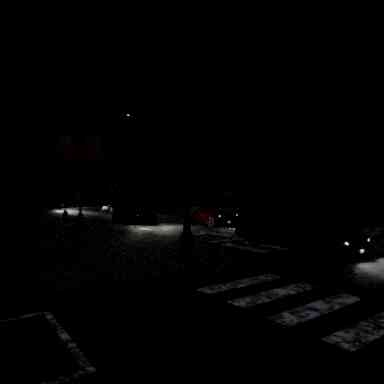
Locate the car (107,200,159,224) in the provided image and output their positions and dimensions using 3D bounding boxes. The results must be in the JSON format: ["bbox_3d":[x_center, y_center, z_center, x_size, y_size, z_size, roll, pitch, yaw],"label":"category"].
[{"bbox_3d":[-4.269,1.448,24.591,1.882,1.535,5.008,0,1,-35],"label":"car"}]

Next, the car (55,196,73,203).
[{"bbox_3d":[-25.097,1.439,65.052,2.033,1.411,5.357,0,0,-36],"label":"car"}]

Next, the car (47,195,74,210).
[{"bbox_3d":[-17.247,1.430,42.714,2.128,1.511,4.902,0,0,-35],"label":"car"}]

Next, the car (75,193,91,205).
[{"bbox_3d":[-18.961,1.131,56.503,2.150,2.045,5.566,0,0,-35],"label":"car"}]

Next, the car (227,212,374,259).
[{"bbox_3d":[4.020,1.539,13.052,2.033,1.411,5.357,0,0,-36],"label":"car"}]

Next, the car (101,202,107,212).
[{"bbox_3d":[-8.181,1.513,35.611,1.994,1.385,4.181,0,0,-36],"label":"car"}]

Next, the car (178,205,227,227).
[{"bbox_3d":[1.054,1.574,22.752,1.895,1.301,4.718,0,0,-36],"label":"car"}]

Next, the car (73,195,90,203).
[{"bbox_3d":[-22.047,1.367,66.380,1.882,1.535,5.008,0,0,-36],"label":"car"}]

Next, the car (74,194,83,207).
[{"bbox_3d":[-18.691,1.445,50.398,1.882,1.535,5.008,0,0,-36],"label":"car"}]
